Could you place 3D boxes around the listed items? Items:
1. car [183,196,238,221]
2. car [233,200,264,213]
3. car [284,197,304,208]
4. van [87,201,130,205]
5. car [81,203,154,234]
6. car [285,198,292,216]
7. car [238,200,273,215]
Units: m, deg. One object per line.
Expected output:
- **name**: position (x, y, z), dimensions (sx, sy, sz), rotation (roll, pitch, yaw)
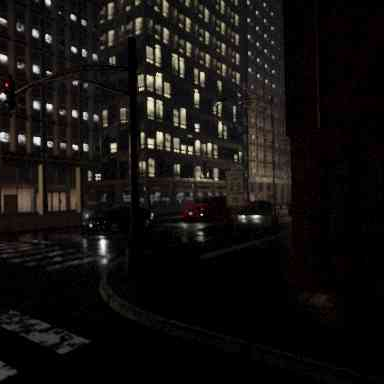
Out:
- **car**: position (1.494, 1.389, 28.938), dimensions (2.150, 2.045, 5.566), rotation (-2, -1, 36)
- **car**: position (7.086, 1.784, 41.195), dimensions (1.752, 1.417, 4.829), rotation (-2, -1, 36)
- **car**: position (16.873, 1.735, 54.878), dimensions (1.967, 1.590, 4.097), rotation (-2, -1, 36)
- **van**: position (-5.738, 1.556, 23.278), dimensions (1.690, 1.788, 3.998), rotation (-2, -1, 36)
- **car**: position (-4.390, 1.654, 20.746), dimensions (1.837, 1.490, 4.892), rotation (-2, -1, 33)
- **car**: position (10.765, 1.354, 31.949), dimensions (2.192, 1.841, 5.009), rotation (-2, -1, 36)
- **car**: position (7.497, 1.666, 37.302), dimensions (1.882, 1.535, 5.008), rotation (-2, -1, 36)
